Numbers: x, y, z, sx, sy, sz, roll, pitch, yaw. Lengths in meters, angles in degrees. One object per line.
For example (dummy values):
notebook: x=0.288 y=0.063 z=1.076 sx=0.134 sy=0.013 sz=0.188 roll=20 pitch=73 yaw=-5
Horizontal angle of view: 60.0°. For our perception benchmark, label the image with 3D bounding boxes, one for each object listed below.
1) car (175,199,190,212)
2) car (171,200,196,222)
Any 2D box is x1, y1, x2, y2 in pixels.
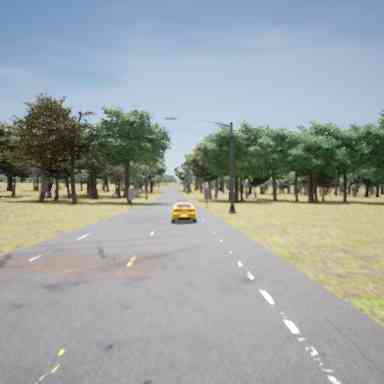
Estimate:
car: x=-1.205 y=1.687 z=41.703 sx=1.812 sy=1.442 sz=4.674 roll=-1 pitch=0 yaw=-2
car: x=-0.668 y=1.568 z=27.062 sx=1.882 sy=1.535 sz=5.008 roll=-1 pitch=0 yaw=-2
